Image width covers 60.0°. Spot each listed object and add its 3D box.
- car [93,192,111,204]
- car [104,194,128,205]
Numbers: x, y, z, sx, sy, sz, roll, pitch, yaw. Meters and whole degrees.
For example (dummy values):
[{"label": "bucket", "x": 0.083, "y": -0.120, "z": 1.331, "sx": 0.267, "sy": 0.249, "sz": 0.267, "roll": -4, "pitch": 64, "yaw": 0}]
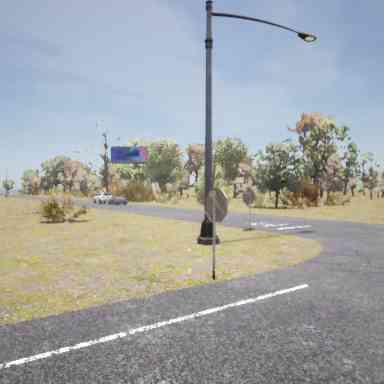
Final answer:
[{"label": "car", "x": -16.330, "y": 1.098, "z": 60.934, "sx": 2.150, "sy": 2.045, "sz": 5.566, "roll": 0, "pitch": 0, "yaw": -34}, {"label": "car", "x": -12.319, "y": 1.437, "z": 54.997, "sx": 2.033, "sy": 1.411, "sz": 5.357, "roll": 0, "pitch": 0, "yaw": -33}]
